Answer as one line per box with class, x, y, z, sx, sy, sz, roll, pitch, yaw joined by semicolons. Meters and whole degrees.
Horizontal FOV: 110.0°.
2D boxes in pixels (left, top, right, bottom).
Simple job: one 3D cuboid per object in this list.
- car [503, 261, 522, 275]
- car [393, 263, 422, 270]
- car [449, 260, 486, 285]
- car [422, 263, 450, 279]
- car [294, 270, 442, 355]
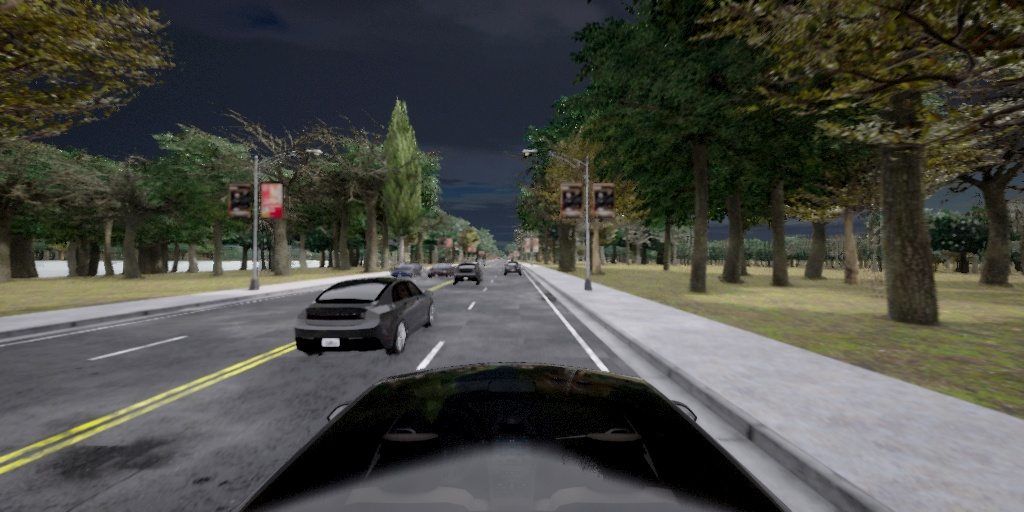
car;0.096;1.360;40.669;1.812;1.442;4.674;0;0;0
car;-9.845;1.360;34.116;2.033;1.411;5.357;0;0;0
car;-3.154;1.295;26.744;1.837;1.490;4.892;0;0;0
car;-6.597;1.359;34.057;2.033;1.411;5.357;0;0;0
car;-3.152;1.261;8.663;1.837;1.490;4.892;0;0;0
